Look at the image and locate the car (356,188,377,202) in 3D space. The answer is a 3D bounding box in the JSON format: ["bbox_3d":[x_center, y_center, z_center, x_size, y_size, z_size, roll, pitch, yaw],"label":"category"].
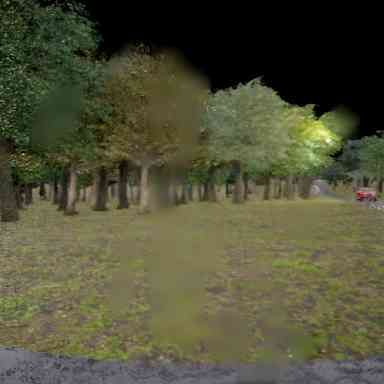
[{"bbox_3d":[26.317,0.377,50.319,2.150,2.045,5.566,1,0,18],"label":"car"}]
